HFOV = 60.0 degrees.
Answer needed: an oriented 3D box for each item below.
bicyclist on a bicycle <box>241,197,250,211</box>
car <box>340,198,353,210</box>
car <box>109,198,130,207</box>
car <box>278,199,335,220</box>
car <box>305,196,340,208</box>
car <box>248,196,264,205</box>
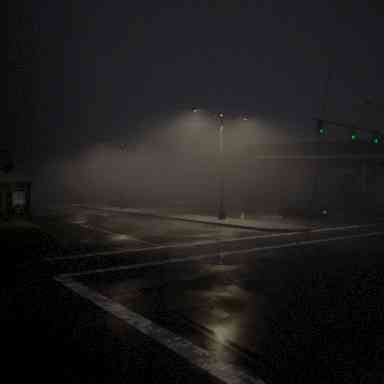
[{"bbox_3d":[6.318,1.430,39.756,1.656,1.620,0.582,-6,-7,-37],"label":"bicyclist on a bicycle"},{"bbox_3d":[18.160,1.456,42.040,1.970,1.475,3.806,0,0,-35],"label":"car"},{"bbox_3d":[-11.092,1.564,50.726,1.994,1.385,4.181,0,0,-35],"label":"car"},{"bbox_3d":[9.311,1.564,27.919,1.994,1.385,4.181,0,0,-35],"label":"car"},{"bbox_3d":[13.896,1.295,38.116,2.242,1.667,4.611,0,0,-35],"label":"car"},{"bbox_3d":[11.850,1.478,60.724,1.882,1.535,5.008,0,0,29],"label":"car"}]
